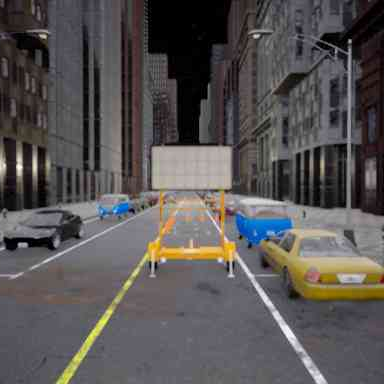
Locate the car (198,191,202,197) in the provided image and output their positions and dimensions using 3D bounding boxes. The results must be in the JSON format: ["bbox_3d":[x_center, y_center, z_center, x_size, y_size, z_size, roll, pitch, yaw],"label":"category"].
[{"bbox_3d":[2.737,0.690,58.619,2.192,1.841,5.009,0,1,0],"label":"car"}]

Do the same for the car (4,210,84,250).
[{"bbox_3d":[-5.770,1.419,13.518,1.947,1.339,4.313,0,1,0],"label":"car"}]

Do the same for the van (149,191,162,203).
[{"bbox_3d":[-5.785,0.776,52.971,1.690,1.788,3.998,0,1,0],"label":"van"}]

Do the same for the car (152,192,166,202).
[{"bbox_3d":[-5.787,0.815,58.608,1.967,1.590,4.097,0,1,0],"label":"car"}]

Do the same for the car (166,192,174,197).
[{"bbox_3d":[-5.798,0.606,86.621,1.752,1.417,4.829,0,1,0],"label":"car"}]

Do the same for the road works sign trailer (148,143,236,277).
[{"bbox_3d":[-0.004,0.357,9.837,2.380,3.560,2.880,0,1,0],"label":"road works sign trailer"}]

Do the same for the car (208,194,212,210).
[{"bbox_3d":[2.748,1.197,30.611,1.752,1.417,4.829,0,1,0],"label":"car"}]

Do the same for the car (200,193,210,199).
[{"bbox_3d":[2.734,0.822,69.894,1.947,1.339,4.313,0,1,0],"label":"car"}]

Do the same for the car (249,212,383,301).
[{"bbox_3d":[2.757,1.437,8.067,1.752,1.417,4.829,0,1,0],"label":"car"}]

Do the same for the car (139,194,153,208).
[{"bbox_3d":[-5.778,1.180,36.064,1.947,1.339,4.313,0,1,0],"label":"car"}]

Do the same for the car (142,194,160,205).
[{"bbox_3d":[-5.783,1.039,47.336,1.887,1.381,4.507,0,1,0],"label":"car"}]

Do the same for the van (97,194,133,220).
[{"bbox_3d":[-5.775,1.075,24.788,1.690,1.788,3.998,0,1,0],"label":"van"}]

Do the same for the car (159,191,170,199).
[{"bbox_3d":[-5.791,0.696,69.881,1.967,1.590,4.097,0,1,0],"label":"car"}]

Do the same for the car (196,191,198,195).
[{"bbox_3d":[2.729,0.577,81.164,1.967,1.590,4.097,0,1,0],"label":"car"}]

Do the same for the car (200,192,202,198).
[{"bbox_3d":[2.740,1.001,52.985,1.947,1.339,4.313,0,1,0],"label":"car"}]

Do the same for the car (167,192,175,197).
[{"bbox_3d":[-5.800,0.571,92.427,2.008,1.369,4.403,0,1,0],"label":"car"}]

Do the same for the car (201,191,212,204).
[{"bbox_3d":[2.742,0.935,47.348,1.967,1.590,4.097,0,1,0],"label":"car"}]

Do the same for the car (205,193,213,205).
[{"bbox_3d":[2.746,1.165,36.077,2.008,1.369,4.403,0,1,0],"label":"car"}]

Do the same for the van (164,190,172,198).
[{"bbox_3d":[-5.796,0.478,81.152,1.690,1.788,3.998,0,1,0],"label":"van"}]

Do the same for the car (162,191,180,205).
[{"bbox_3d":[-3.077,0.997,47.783,1.837,1.490,4.892,0,0,0],"label":"car"}]

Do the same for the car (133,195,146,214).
[{"bbox_3d":[-5.776,1.240,30.427,1.947,1.339,4.313,0,1,0],"label":"car"}]

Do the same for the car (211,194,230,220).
[{"bbox_3d":[2.750,1.174,24.804,1.967,1.590,4.097,0,1,0],"label":"car"}]

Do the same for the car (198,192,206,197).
[{"bbox_3d":[2.725,0.586,92.437,1.947,1.339,4.313,0,1,0],"label":"car"}]

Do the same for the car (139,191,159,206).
[{"bbox_3d":[-5.781,0.869,41.697,2.192,1.841,5.009,0,1,0],"label":"car"}]

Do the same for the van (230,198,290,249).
[{"bbox_3d":[2.754,1.194,13.531,1.690,1.788,3.998,0,1,0],"label":"van"}]
